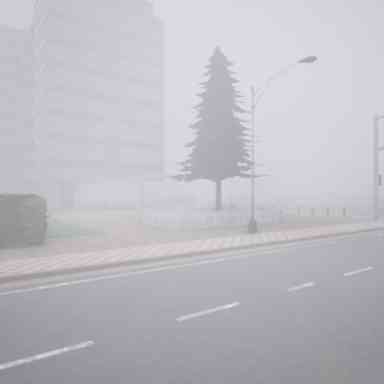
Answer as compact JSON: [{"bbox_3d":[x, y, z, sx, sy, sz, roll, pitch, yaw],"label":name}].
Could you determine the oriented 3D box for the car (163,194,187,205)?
[{"bbox_3d":[-3.271,1.514,58.359,1.994,1.385,4.181,0,0,-35],"label":"car"}]

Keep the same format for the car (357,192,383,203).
[{"bbox_3d":[41.425,1.031,76.947,1.932,1.855,4.605,0,0,-36],"label":"car"}]

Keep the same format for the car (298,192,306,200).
[{"bbox_3d":[26.011,1.254,84.400,1.784,1.438,3.905,0,0,-36],"label":"car"}]

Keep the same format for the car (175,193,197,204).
[{"bbox_3d":[-1.272,1.167,61.604,2.150,2.045,5.566,0,0,-35],"label":"car"}]

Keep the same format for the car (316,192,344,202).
[{"bbox_3d":[27.712,1.299,67.074,1.970,1.475,3.806,0,0,-36],"label":"car"}]

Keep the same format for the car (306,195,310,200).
[{"bbox_3d":[28.167,1.039,85.997,1.932,1.855,4.605,0,0,-36],"label":"car"}]

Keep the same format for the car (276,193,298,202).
[{"bbox_3d":[23.652,1.290,82.722,1.970,1.475,3.806,0,0,-36],"label":"car"}]
